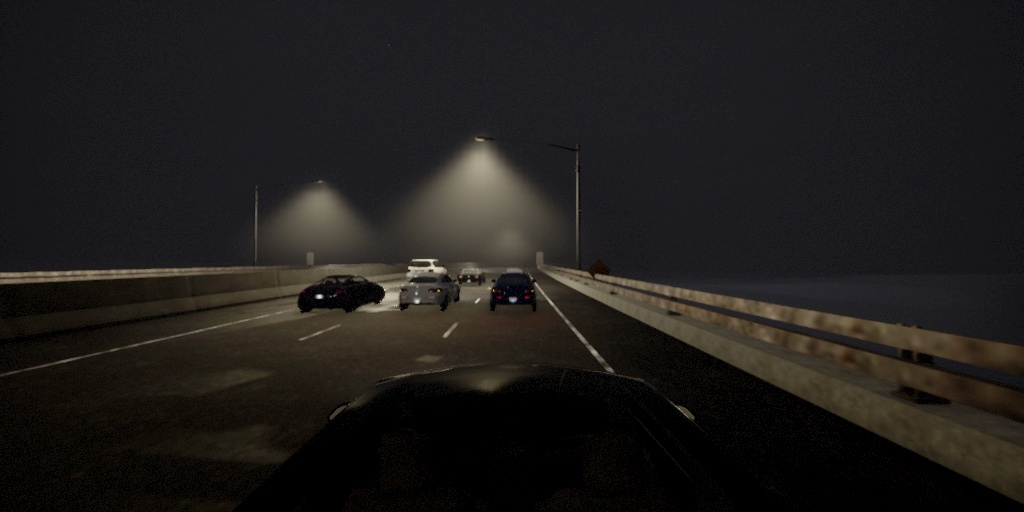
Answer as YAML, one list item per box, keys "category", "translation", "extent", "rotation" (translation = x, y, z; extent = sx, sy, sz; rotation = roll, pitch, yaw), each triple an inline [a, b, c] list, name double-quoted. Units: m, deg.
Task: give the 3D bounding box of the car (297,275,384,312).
- category: "car"
  translation: [-6.932, 1.463, 14.972]
  extent: [1.994, 1.385, 4.181]
  rotation: [0, -1, 1]

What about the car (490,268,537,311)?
- category: "car"
  translation: [0.075, 1.428, 15.362]
  extent: [1.812, 1.442, 4.674]
  rotation: [0, 0, 1]

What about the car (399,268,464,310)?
- category: "car"
  translation: [-3.425, 1.429, 15.392]
  extent: [1.812, 1.442, 4.674]
  rotation: [0, 0, 1]

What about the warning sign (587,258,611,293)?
- category: "warning sign"
  translation: [4.634, 1.059, 19.047]
  extent: [1.300, 1.860, 1.060]
  rotation: [0, 0, 1]

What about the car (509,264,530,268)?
- category: "car"
  translation: [0.222, 1.608, 28.898]
  extent: [2.033, 1.411, 5.357]
  rotation: [0, -1, 1]

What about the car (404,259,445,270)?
- category: "car"
  translation: [-6.777, 1.288, 29.056]
  extent: [2.150, 2.045, 5.566]
  rotation: [0, 0, 1]

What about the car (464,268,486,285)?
- category: "car"
  translation: [-3.258, 1.671, 29.681]
  extent: [1.895, 1.301, 4.718]
  rotation: [0, -1, 1]
